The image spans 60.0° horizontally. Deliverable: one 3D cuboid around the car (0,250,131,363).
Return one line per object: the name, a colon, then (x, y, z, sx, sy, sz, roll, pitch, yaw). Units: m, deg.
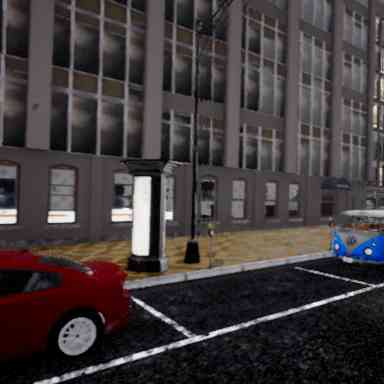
car: (-3.051, 1.515, 4.400, 4.507, 1.381, 1.887, 1, 1, -35)

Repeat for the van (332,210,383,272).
van: (6.259, 1.475, 10.831, 3.998, 1.788, 1.690, 1, 1, -35)
